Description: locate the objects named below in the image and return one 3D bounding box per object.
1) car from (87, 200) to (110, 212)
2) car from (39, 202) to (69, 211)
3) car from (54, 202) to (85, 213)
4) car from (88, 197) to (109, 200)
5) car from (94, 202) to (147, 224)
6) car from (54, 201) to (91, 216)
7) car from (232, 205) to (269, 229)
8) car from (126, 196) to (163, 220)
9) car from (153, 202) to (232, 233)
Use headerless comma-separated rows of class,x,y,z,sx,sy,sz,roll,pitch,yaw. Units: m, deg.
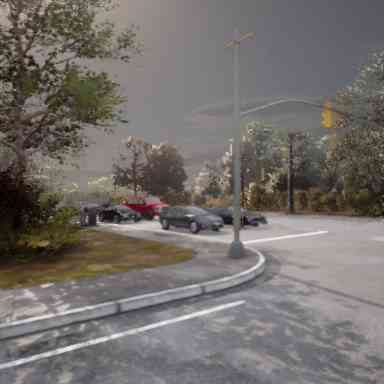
car,-11.545,1.976,37.853,5.357,1.411,2.033,-2,-1,43
car,-23.451,2.405,56.587,5.357,1.411,2.033,-1,-1,34
car,-17.740,2.167,48.011,4.892,1.490,1.837,-2,-1,38
car,-14.459,1.844,49.917,5.566,2.045,2.150,-2,-1,39
car,-5.868,1.755,26.988,1.994,1.385,4.181,0,-1,-43
car,-12.772,1.908,34.182,4.892,1.490,1.837,-2,-1,44
car,2.540,1.596,22.492,2.033,1.411,5.357,0,-1,-39
car,-4.074,1.426,30.247,2.150,2.045,5.566,0,-1,-42
car,-0.124,1.562,20.171,1.837,1.490,4.892,0,-1,-39
